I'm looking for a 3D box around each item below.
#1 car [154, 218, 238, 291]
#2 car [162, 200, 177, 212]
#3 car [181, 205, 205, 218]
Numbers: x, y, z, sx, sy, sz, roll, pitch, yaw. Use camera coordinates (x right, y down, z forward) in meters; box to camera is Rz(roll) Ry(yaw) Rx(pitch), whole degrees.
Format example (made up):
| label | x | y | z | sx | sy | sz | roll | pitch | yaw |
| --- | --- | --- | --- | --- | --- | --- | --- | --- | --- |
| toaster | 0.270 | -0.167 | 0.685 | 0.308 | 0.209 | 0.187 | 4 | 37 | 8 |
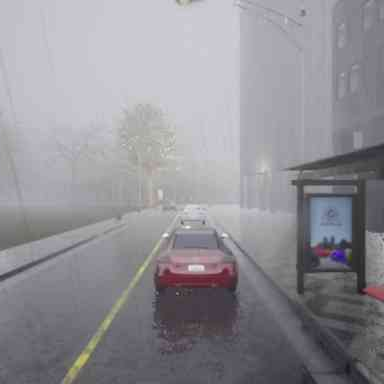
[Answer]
| label | x | y | z | sx | sy | sz | roll | pitch | yaw |
| --- | --- | --- | --- | --- | --- | --- | --- | --- | --- |
| car | 0.092 | 1.655 | 9.313 | 1.994 | 1.385 | 4.181 | 0 | 0 | 0 |
| car | -3.076 | 1.934 | 46.252 | 1.837 | 1.490 | 4.892 | 0 | -1 | 0 |
| car | 0.081 | 1.784 | 27.101 | 1.812 | 1.442 | 4.674 | 0 | 0 | 0 |
